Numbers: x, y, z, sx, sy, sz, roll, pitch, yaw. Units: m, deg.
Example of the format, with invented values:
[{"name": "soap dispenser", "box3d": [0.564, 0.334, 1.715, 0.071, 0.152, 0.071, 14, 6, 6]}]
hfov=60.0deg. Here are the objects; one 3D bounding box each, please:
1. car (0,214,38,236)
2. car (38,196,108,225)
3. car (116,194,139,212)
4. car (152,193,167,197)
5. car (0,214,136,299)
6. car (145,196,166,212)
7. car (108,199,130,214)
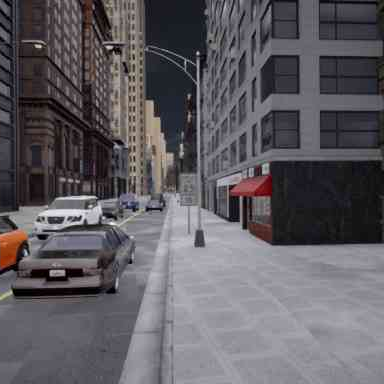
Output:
[{"name": "car", "box3d": [-5.696, 1.379, 7.808, 2.097, 1.767, 4.553, -1, 0, -3]}, {"name": "car", "box3d": [-6.259, 1.240, 17.587, 2.150, 2.045, 5.566, -1, 0, -3]}, {"name": "car", "box3d": [-7.432, 1.219, 38.611, 2.150, 2.045, 5.566, -1, 0, -3]}, {"name": "car", "box3d": [-4.969, 1.179, 48.861, 2.150, 2.045, 5.566, -1, 0, -3]}, {"name": "car", "box3d": [-2.639, 1.546, 8.659, 2.033, 1.411, 5.357, -1, 0, -3]}, {"name": "car", "box3d": [-4.330, 1.534, 38.772, 1.994, 1.385, 4.181, -1, 0, -3]}, {"name": "car", "box3d": [-6.851, 1.557, 27.889, 2.033, 1.411, 5.357, -1, 0, -3]}]
